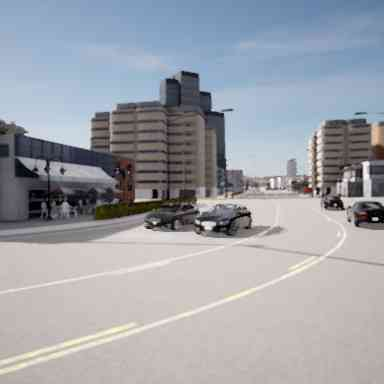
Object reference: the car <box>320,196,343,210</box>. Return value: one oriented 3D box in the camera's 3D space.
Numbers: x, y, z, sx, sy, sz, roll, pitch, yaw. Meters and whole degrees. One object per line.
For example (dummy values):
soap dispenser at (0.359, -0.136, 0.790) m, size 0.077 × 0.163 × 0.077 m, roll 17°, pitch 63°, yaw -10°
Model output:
car at (14.716, 1.095, 35.015) m, size 1.812 × 1.442 × 4.674 m, roll -1°, pitch 0°, yaw 15°

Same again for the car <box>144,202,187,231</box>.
car at (-1.008, 1.380, 19.800) m, size 1.837 × 1.490 × 4.892 m, roll 0°, pitch 1°, yaw 23°

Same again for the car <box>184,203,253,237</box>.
car at (1.788, 1.349, 17.283) m, size 2.128 × 1.511 × 4.902 m, roll 0°, pitch 1°, yaw 26°

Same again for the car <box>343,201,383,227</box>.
car at (10.502, 1.254, 19.931) m, size 1.812 × 1.442 × 4.674 m, roll -1°, pitch 1°, yaw 18°
